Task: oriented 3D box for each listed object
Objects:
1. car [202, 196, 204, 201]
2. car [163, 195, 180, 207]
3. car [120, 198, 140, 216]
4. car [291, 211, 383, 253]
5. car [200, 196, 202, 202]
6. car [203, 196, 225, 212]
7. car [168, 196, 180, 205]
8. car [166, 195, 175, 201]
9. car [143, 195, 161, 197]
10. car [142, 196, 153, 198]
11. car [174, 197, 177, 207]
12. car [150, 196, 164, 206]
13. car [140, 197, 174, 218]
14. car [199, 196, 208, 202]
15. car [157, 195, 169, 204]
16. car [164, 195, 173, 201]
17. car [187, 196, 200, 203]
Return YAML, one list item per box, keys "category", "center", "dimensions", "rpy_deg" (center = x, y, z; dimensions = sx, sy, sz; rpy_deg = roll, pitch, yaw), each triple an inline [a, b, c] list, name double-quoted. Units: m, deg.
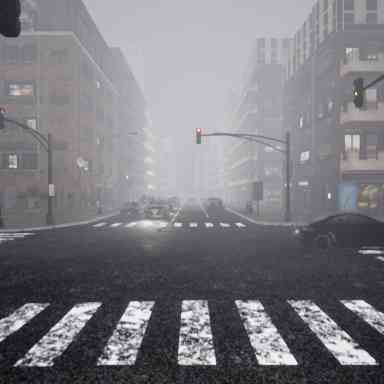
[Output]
- category: "car"
  center: [2.641, 1.447, 43.565]
  dimensions: [1.967, 1.590, 4.097]
  rpy_deg: [0, 0, 0]
- category: "car"
  center: [-3.145, 1.574, 49.899]
  dimensions: [1.994, 1.385, 4.181]
  rpy_deg: [0, 0, 0]
- category: "car"
  center: [-5.726, 1.569, 32.189]
  dimensions: [1.947, 1.339, 4.313]
  rpy_deg: [0, 0, 0]
- category: "car"
  center: [5.988, 1.429, 12.672]
  dimensions: [4.181, 1.385, 1.994]
  rpy_deg: [-1, 0, -1]
- category: "car"
  center: [2.629, 1.594, 54.930]
  dimensions: [1.802, 1.307, 4.206]
  rpy_deg: [0, 0, 0]
- category: "car"
  center: [2.647, 1.445, 37.883]
  dimensions: [1.967, 1.590, 4.097]
  rpy_deg: [0, 0, 0]
- category: "car"
  center: [-3.113, 1.493, 59.909]
  dimensions: [1.882, 1.535, 5.008]
  rpy_deg: [0, 0, 0]
- category: "car"
  center: [-5.791, 1.587, 89.013]
  dimensions: [2.008, 1.369, 4.403]
  rpy_deg: [0, 0, 0]
- category: "car"
  center: [-5.739, 1.322, 43.554]
  dimensions: [2.192, 1.841, 5.009]
  rpy_deg: [0, 0, 0]
- category: "car"
  center: [-5.732, 1.530, 37.701]
  dimensions: [1.752, 1.417, 4.829]
  rpy_deg: [0, 0, 0]
- category: "car"
  center: [-3.144, 1.607, 39.921]
  dimensions: [1.895, 1.301, 4.718]
  rpy_deg: [0, 0, 0]
- category: "car"
  center: [-5.752, 1.452, 54.919]
  dimensions: [1.967, 1.590, 4.097]
  rpy_deg: [0, 0, 0]
- category: "car"
  center: [-3.126, 1.495, 30.622]
  dimensions: [2.128, 1.511, 4.902]
  rpy_deg: [0, 0, 1]
- category: "car"
  center: [2.602, 1.578, 77.660]
  dimensions: [2.008, 1.369, 4.403]
  rpy_deg: [0, 0, 0]
- category: "car"
  center: [-5.765, 1.459, 66.284]
  dimensions: [1.967, 1.590, 4.097]
  rpy_deg: [0, 0, 0]
- category: "car"
  center: [-5.785, 1.582, 83.330]
  dimensions: [2.008, 1.369, 4.403]
  rpy_deg: [0, 0, 0]
- category: "car"
  center: [-0.036, 1.533, 70.608]
  dimensions: [2.128, 1.511, 4.902]
  rpy_deg: [0, 0, 0]
